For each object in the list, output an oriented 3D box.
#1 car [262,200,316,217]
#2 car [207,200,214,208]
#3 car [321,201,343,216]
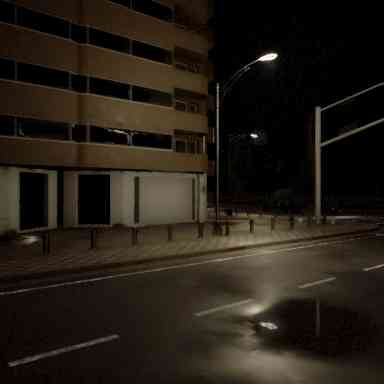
[{"bbox_3d":[9.014,1.561,32.031,1.837,1.490,4.892,0,0,-36],"label":"car"},{"bbox_3d":[1.261,1.560,48.755,1.837,1.490,4.892,0,0,-36],"label":"car"},{"bbox_3d":[12.571,1.582,33.118,1.812,1.442,4.674,0,0,-36],"label":"car"}]
